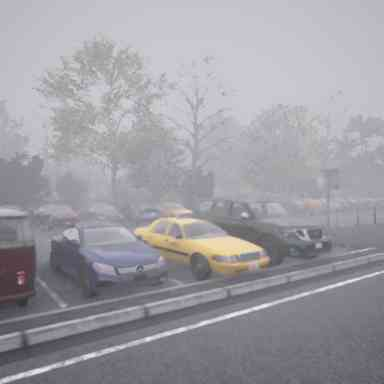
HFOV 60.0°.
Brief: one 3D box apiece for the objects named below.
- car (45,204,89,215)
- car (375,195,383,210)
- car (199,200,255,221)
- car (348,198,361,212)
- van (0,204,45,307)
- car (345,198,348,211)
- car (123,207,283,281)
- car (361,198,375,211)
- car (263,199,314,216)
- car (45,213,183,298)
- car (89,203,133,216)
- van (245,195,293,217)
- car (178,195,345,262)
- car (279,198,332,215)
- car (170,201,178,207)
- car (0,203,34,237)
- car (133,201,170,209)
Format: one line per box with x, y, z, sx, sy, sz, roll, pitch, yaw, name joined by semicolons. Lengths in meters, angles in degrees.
-8.432;1.494;20.652;2.097;1.535;5.008;0;0;-36;car
20.948;1.477;41.598;2.231;1.521;4.892;0;0;-36;car
2.886;1.515;28.684;2.163;1.488;4.792;0;0;-36;car
16.408;1.351;38.405;2.185;1.767;4.553;0;0;-36;car
-4.779;1.272;7.328;1.878;1.987;4.442;0;0;-36;van
14.168;1.517;36.766;2.002;1.452;4.674;0;0;-36;car
-0.039;1.491;10.338;1.946;1.575;5.366;0;0;-36;car
18.682;1.476;39.996;2.097;1.535;5.008;0;0;-36;car
9.648;1.520;33.540;2.002;1.452;4.674;0;0;-35;car
-2.430;1.536;8.863;2.002;1.452;4.674;0;0;-36;car
-6.172;1.494;22.265;2.231;1.521;4.892;0;0;-36;car
7.320;1.256;32.026;1.878;1.987;4.442;0;0;-35;van
2.152;1.240;12.094;2.435;2.045;5.566;0;0;-36;car
11.910;1.478;35.151;2.097;1.535;5.008;0;0;-36;car
-1.543;1.486;25.332;1.946;1.575;5.366;0;0;-35;car
-10.691;1.496;19.039;2.097;1.535;5.008;0;0;-35;car
-3.927;1.520;23.895;2.163;1.488;4.792;0;0;-35;car
